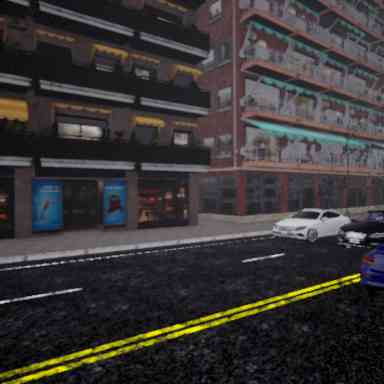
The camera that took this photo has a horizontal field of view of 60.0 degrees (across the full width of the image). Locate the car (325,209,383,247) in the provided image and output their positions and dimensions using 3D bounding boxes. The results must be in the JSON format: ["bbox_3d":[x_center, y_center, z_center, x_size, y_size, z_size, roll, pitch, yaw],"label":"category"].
[{"bbox_3d":[7.820,1.496,13.464,4.902,1.511,2.128,0,0,-37],"label":"car"}]

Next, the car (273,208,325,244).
[{"bbox_3d":[5.930,1.532,16.109,4.674,1.442,1.812,0,0,-37],"label":"car"}]

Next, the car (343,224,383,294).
[{"bbox_3d":[5.598,1.528,7.531,4.674,1.442,1.812,0,0,-36],"label":"car"}]
